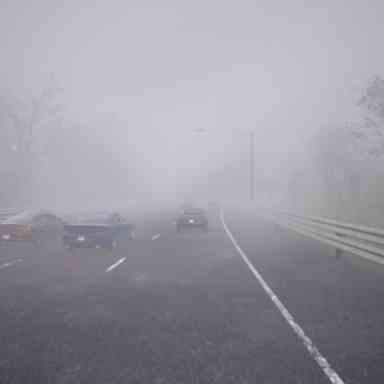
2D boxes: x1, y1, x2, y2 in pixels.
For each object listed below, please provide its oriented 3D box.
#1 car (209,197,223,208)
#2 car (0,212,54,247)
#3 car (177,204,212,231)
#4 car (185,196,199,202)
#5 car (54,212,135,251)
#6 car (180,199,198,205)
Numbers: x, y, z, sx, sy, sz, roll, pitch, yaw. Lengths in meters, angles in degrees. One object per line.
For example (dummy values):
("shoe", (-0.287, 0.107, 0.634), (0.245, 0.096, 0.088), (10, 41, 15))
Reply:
("car", (4.084, 2.104, 60.258), (1.812, 1.442, 4.674), (0, -1, 7))
("car", (-7.363, 1.669, 15.827), (1.812, 1.442, 4.674), (0, -1, 4))
("car", (0.135, 1.770, 22.226), (1.994, 1.385, 4.181), (0, -1, 5))
("car", (-0.330, 1.998, 79.205), (2.150, 2.045, 5.566), (0, -1, 9))
("car", (-3.930, 1.612, 14.811), (1.882, 1.535, 5.008), (0, -1, 4))
("car", (-0.678, 2.080, 50.328), (1.895, 1.301, 4.718), (0, -1, 7))
